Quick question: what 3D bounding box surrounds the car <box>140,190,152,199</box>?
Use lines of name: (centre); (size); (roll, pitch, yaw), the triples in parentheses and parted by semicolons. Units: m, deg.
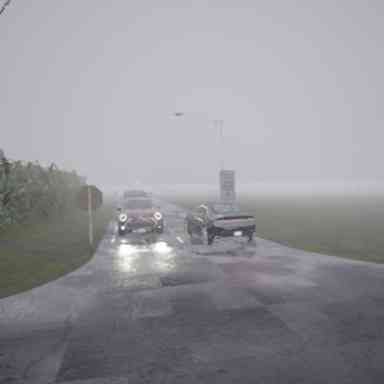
car: (-8.411, 0.462, 61.041); (1.837, 1.490, 4.892); (-2, 1, -11)

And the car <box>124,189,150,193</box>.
car: (-4.569, 0.812, 26.549); (2.150, 2.045, 5.566); (-2, 1, -11)

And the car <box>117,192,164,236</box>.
car: (-2.688, 1.094, 16.980); (2.097, 1.767, 4.553); (-2, 1, -11)

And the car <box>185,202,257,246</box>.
car: (0.991, 1.183, 13.826); (2.128, 1.511, 4.902); (-2, 1, -14)
